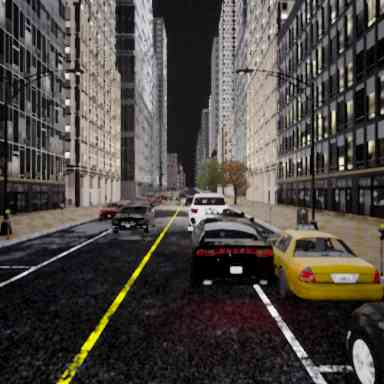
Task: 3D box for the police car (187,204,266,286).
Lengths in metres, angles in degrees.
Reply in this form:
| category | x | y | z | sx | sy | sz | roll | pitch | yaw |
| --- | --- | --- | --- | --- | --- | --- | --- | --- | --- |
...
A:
| category | x | y | z | sx | sy | sz | roll | pitch | yaw |
| --- | --- | --- | --- | --- | --- | --- | --- | --- | --- |
| police car | 0.903 | 1.368 | 9.358 | 1.930 | 1.638 | 5.238 | 0 | 0 | 0 |

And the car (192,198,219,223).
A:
| category | x | y | z | sx | sy | sz | roll | pitch | yaw |
| --- | --- | --- | --- | --- | --- | --- | --- | --- | --- |
| car | 0.909 | 1.316 | 25.249 | 1.882 | 1.535 | 5.008 | 0 | 0 | 0 |

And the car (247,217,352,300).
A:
| category | x | y | z | sx | sy | sz | roll | pitch | yaw |
| --- | --- | --- | --- | --- | --- | --- | --- | --- | --- |
| car | 2.699 | 1.475 | 8.183 | 1.752 | 1.417 | 4.829 | 0 | 0 | 0 |

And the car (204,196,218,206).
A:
| category | x | y | z | sx | sy | sz | roll | pitch | yaw |
| --- | --- | --- | --- | --- | --- | --- | --- | --- | --- |
| car | 2.714 | 1.258 | 47.736 | 1.802 | 1.307 | 4.206 | 1 | 0 | 0 |

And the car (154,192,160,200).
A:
| category | x | y | z | sx | sy | sz | roll | pitch | yaw |
| --- | --- | --- | --- | --- | --- | --- | --- | --- | --- |
| car | -5.667 | 1.033 | 42.076 | 2.192 | 1.841 | 5.009 | 0 | 0 | 0 |

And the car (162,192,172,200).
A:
| category | x | y | z | sx | sy | sz | roll | pitch | yaw |
| --- | --- | --- | --- | --- | --- | --- | --- | --- | --- |
| car | -5.654 | 0.885 | 76.129 | 1.967 | 1.590 | 4.097 | 1 | 0 | 0 |

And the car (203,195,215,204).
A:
| category | x | y | z | sx | sy | sz | roll | pitch | yaw |
| --- | --- | --- | --- | --- | --- | --- | --- | --- | --- |
| car | 2.716 | 1.214 | 53.410 | 1.802 | 1.307 | 4.206 | 1 | 0 | 0 |

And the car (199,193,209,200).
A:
| category | x | y | z | sx | sy | sz | roll | pitch | yaw |
| --- | --- | --- | --- | --- | --- | --- | --- | --- | --- |
| car | 2.725 | 1.011 | 76.109 | 1.947 | 1.339 | 4.313 | 1 | 0 | 0 |

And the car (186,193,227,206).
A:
| category | x | y | z | sx | sy | sz | roll | pitch | yaw |
| --- | --- | --- | --- | --- | --- | --- | --- | --- | --- |
| car | 0.907 | 1.103 | 19.277 | 2.150 | 2.045 | 5.566 | 0 | 0 | 0 |

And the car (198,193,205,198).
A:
| category | x | y | z | sx | sy | sz | roll | pitch | yaw |
| --- | --- | --- | --- | --- | --- | --- | --- | --- | --- |
| car | 2.732 | 0.877 | 93.131 | 1.802 | 1.307 | 4.206 | 1 | 1 | 0 |

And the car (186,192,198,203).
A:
| category | x | y | z | sx | sy | sz | roll | pitch | yaw |
| --- | --- | --- | --- | --- | --- | --- | --- | --- | --- |
| car | 0.022 | 0.934 | 59.700 | 2.097 | 1.767 | 4.553 | 0 | 0 | 0 |

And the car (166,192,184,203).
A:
| category | x | y | z | sx | sy | sz | roll | pitch | yaw |
| --- | --- | --- | --- | --- | --- | --- | --- | --- | --- |
| car | -3.047 | 1.081 | 58.787 | 2.128 | 1.511 | 4.902 | 0 | 0 | 0 |

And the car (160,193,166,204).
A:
| category | x | y | z | sx | sy | sz | roll | pitch | yaw |
| --- | --- | --- | --- | --- | --- | --- | --- | --- | --- |
| car | -5.665 | 1.214 | 53.428 | 1.802 | 1.307 | 4.206 | 1 | 0 | 0 |

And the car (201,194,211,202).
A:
| category | x | y | z | sx | sy | sz | roll | pitch | yaw |
| --- | --- | --- | --- | --- | --- | --- | --- | --- | --- |
| car | 2.721 | 1.065 | 64.929 | 1.752 | 1.417 | 4.829 | 1 | 0 | 0 |

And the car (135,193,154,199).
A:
| category | x | y | z | sx | sy | sz | roll | pitch | yaw |
| --- | --- | --- | --- | --- | --- | --- | --- | --- | --- |
| car | -5.670 | 1.199 | 36.402 | 1.967 | 1.590 | 4.097 | 0 | 0 | 0 |

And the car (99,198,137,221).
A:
| category | x | y | z | sx | sy | sz | roll | pitch | yaw |
| --- | --- | --- | --- | --- | --- | --- | --- | --- | --- |
| car | -5.675 | 1.384 | 25.050 | 1.887 | 1.381 | 4.507 | 0 | 0 | 0 |

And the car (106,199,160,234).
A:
| category | x | y | z | sx | sy | sz | roll | pitch | yaw |
| --- | --- | --- | --- | --- | --- | --- | --- | --- | --- |
| car | -3.094 | 1.388 | 18.518 | 1.837 | 1.490 | 4.892 | 0 | 0 | 0 |

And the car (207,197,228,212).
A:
| category | x | y | z | sx | sy | sz | roll | pitch | yaw |
| --- | --- | --- | --- | --- | --- | --- | --- | --- | --- |
| car | 2.710 | 1.325 | 36.387 | 1.947 | 1.339 | 4.313 | 0 | 0 | 0 |

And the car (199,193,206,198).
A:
| category | x | y | z | sx | sy | sz | roll | pitch | yaw |
| --- | --- | --- | --- | --- | --- | --- | --- | --- | --- |
| car | 2.729 | 0.890 | 87.458 | 1.887 | 1.381 | 4.507 | 1 | 1 | 0 |

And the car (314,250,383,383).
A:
| category | x | y | z | sx | sy | sz | roll | pitch | yaw |
| --- | --- | --- | --- | --- | --- | --- | --- | --- | --- |
| car | 2.696 | 1.536 | 2.337 | 2.008 | 1.369 | 4.403 | 0 | 0 | 0 |

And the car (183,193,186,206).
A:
| category | x | y | z | sx | sy | sz | roll | pitch | yaw |
| --- | --- | --- | --- | --- | --- | --- | --- | --- | --- |
| car | 0.030 | 1.191 | 46.116 | 1.837 | 1.490 | 4.892 | 0 | 0 | 0 |

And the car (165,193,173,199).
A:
| category | x | y | z | sx | sy | sz | roll | pitch | yaw |
| --- | --- | --- | --- | --- | --- | --- | --- | --- | --- |
| car | -5.653 | 0.922 | 81.636 | 1.752 | 1.417 | 4.829 | 1 | 0 | 0 |
